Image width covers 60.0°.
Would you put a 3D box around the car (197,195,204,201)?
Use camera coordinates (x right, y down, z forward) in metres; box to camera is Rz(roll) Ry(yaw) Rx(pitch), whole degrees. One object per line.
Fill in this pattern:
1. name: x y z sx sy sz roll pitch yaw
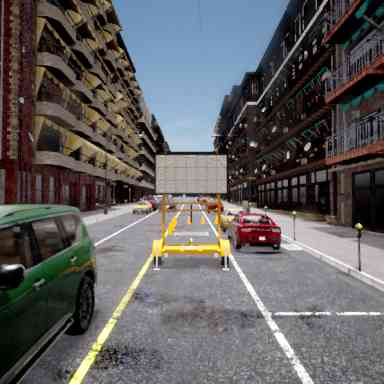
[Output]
1. car: 2.362 1.726 91.774 1.967 1.590 4.097 1 0 0

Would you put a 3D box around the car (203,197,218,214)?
1. car: 2.510 1.609 36.464 1.887 1.381 4.507 1 0 0

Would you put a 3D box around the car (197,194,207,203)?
1. car: 2.389 1.543 80.712 2.192 1.841 5.009 1 0 0

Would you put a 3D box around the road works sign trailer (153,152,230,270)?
1. road works sign trailer: -0.022 0.475 11.003 2.380 3.560 2.880 0 0 0

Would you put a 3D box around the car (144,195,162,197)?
1. car: -5.375 1.394 42.043 2.192 1.841 5.009 2 0 0

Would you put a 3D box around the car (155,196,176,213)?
1. car: -2.830 1.561 38.832 2.128 1.511 4.902 0 0 0

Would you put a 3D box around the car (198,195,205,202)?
1. car: 2.464 1.678 58.588 1.887 1.381 4.507 1 0 0

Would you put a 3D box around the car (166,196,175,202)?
1. car: -5.475 1.822 86.285 1.947 1.339 4.313 1 0 0

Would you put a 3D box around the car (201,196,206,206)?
1. car: 2.498 1.629 41.996 2.008 1.369 4.403 1 0 0

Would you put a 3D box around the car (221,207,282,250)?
1. car: 2.557 1.561 14.342 1.887 1.381 4.507 1 0 0

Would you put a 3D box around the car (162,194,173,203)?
1. car: -5.445 1.518 75.224 2.192 1.841 5.009 1 0 0

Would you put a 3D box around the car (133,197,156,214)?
1. car: -5.369 1.589 36.341 1.752 1.417 4.829 2 0 0

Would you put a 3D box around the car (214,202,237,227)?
1. car: 2.545 1.551 20.044 1.752 1.417 4.829 1 0 0

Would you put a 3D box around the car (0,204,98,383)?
1. car: -2.755 1.225 3.822 2.150 2.045 5.566 0 0 0
